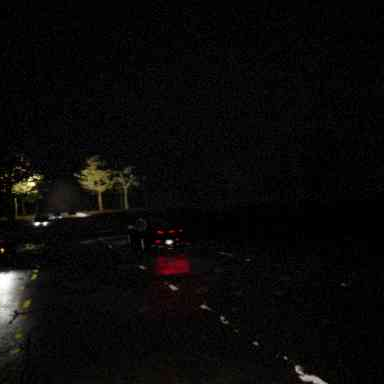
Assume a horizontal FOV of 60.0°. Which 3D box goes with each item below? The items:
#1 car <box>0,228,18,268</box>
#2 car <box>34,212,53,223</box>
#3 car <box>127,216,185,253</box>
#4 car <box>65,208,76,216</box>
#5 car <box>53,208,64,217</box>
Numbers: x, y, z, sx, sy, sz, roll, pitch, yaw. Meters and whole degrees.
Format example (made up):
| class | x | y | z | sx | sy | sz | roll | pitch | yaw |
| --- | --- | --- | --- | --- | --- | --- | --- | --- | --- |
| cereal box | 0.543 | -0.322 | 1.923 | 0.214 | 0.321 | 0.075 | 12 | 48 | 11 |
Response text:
| class | x | y | z | sx | sy | sz | roll | pitch | yaw |
| --- | --- | --- | --- | --- | --- | --- | --- | --- | --- |
| car | -8.523 | 2.300 | 14.027 | 1.812 | 1.442 | 4.674 | -3 | -2 | -23 |
| car | -24.428 | 4.240 | 54.370 | 1.994 | 1.385 | 4.181 | -3 | -1 | -16 |
| car | -1.902 | 1.977 | 16.319 | 1.837 | 1.490 | 4.892 | -3 | -2 | -23 |
| car | -30.005 | 5.175 | 83.298 | 2.033 | 1.411 | 5.357 | -3 | -1 | -23 |
| car | -33.034 | 5.236 | 81.466 | 1.882 | 1.535 | 5.008 | -3 | -1 | -22 |
